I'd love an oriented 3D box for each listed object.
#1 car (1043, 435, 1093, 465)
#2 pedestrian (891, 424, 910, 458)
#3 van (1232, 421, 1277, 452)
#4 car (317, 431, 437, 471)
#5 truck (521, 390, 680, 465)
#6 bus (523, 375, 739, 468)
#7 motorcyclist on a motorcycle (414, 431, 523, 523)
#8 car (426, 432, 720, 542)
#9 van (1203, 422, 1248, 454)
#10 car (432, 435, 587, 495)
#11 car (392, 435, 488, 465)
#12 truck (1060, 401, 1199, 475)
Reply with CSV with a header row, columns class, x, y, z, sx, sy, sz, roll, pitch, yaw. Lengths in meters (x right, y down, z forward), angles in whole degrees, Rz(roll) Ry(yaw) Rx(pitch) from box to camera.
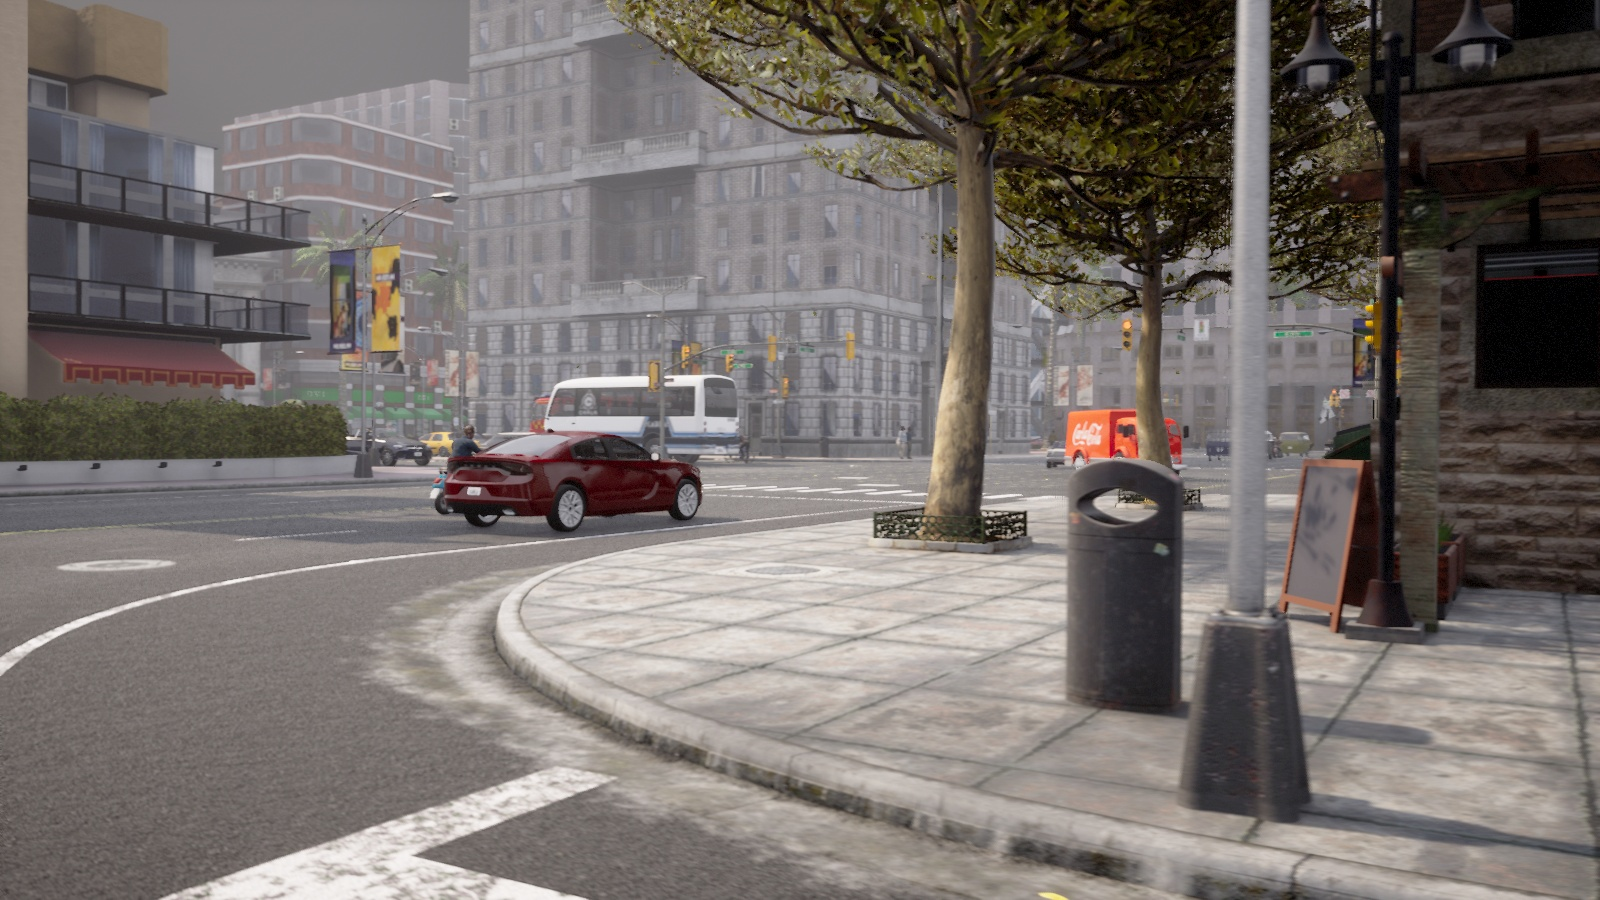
class,x,y,z,sx,sy,sz,roll,pitch,yaw
car,12.462,-0.015,58.189,1.895,1.301,4.718,0,1,16
pedestrian,5.562,-0.525,69.218,0.900,1.855,0.874,0,1,14
van,31.280,-0.932,86.373,2.069,2.038,4.480,0,1,31
car,-18.367,0.024,54.463,5.027,1.651,2.152,0,1,31
truck,-10.761,-1.157,67.372,8.468,3.827,2.891,0,1,31
bus,-8.428,-1.325,61.916,10.273,4.253,3.944,0,1,31
motorcyclist on a motorcycle,-6.008,0.463,22.842,0.866,1.590,1.817,0,1,30
car,-3.474,0.493,20.308,1.882,1.535,5.008,0,1,30
van,26.732,-0.762,78.764,1.775,1.987,4.442,0,1,31
car,-7.728,0.358,33.761,1.970,1.475,3.806,0,1,30
car,-19.699,0.022,68.621,5.366,1.575,1.801,0,1,31
truck,11.752,-0.435,45.242,2.627,2.467,5.204,-1,1,-14
